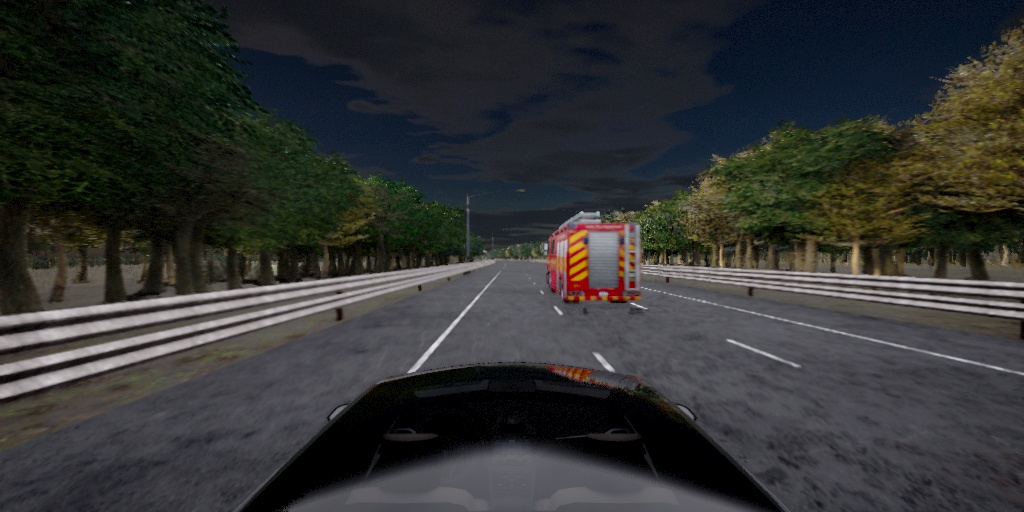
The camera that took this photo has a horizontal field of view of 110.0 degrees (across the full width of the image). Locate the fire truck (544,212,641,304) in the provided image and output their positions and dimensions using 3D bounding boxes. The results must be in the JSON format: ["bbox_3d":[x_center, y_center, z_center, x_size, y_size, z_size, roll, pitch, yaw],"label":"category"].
[{"bbox_3d":[3.560,0.196,17.893,2.891,3.827,8.468,0,0,0],"label":"fire truck"}]
